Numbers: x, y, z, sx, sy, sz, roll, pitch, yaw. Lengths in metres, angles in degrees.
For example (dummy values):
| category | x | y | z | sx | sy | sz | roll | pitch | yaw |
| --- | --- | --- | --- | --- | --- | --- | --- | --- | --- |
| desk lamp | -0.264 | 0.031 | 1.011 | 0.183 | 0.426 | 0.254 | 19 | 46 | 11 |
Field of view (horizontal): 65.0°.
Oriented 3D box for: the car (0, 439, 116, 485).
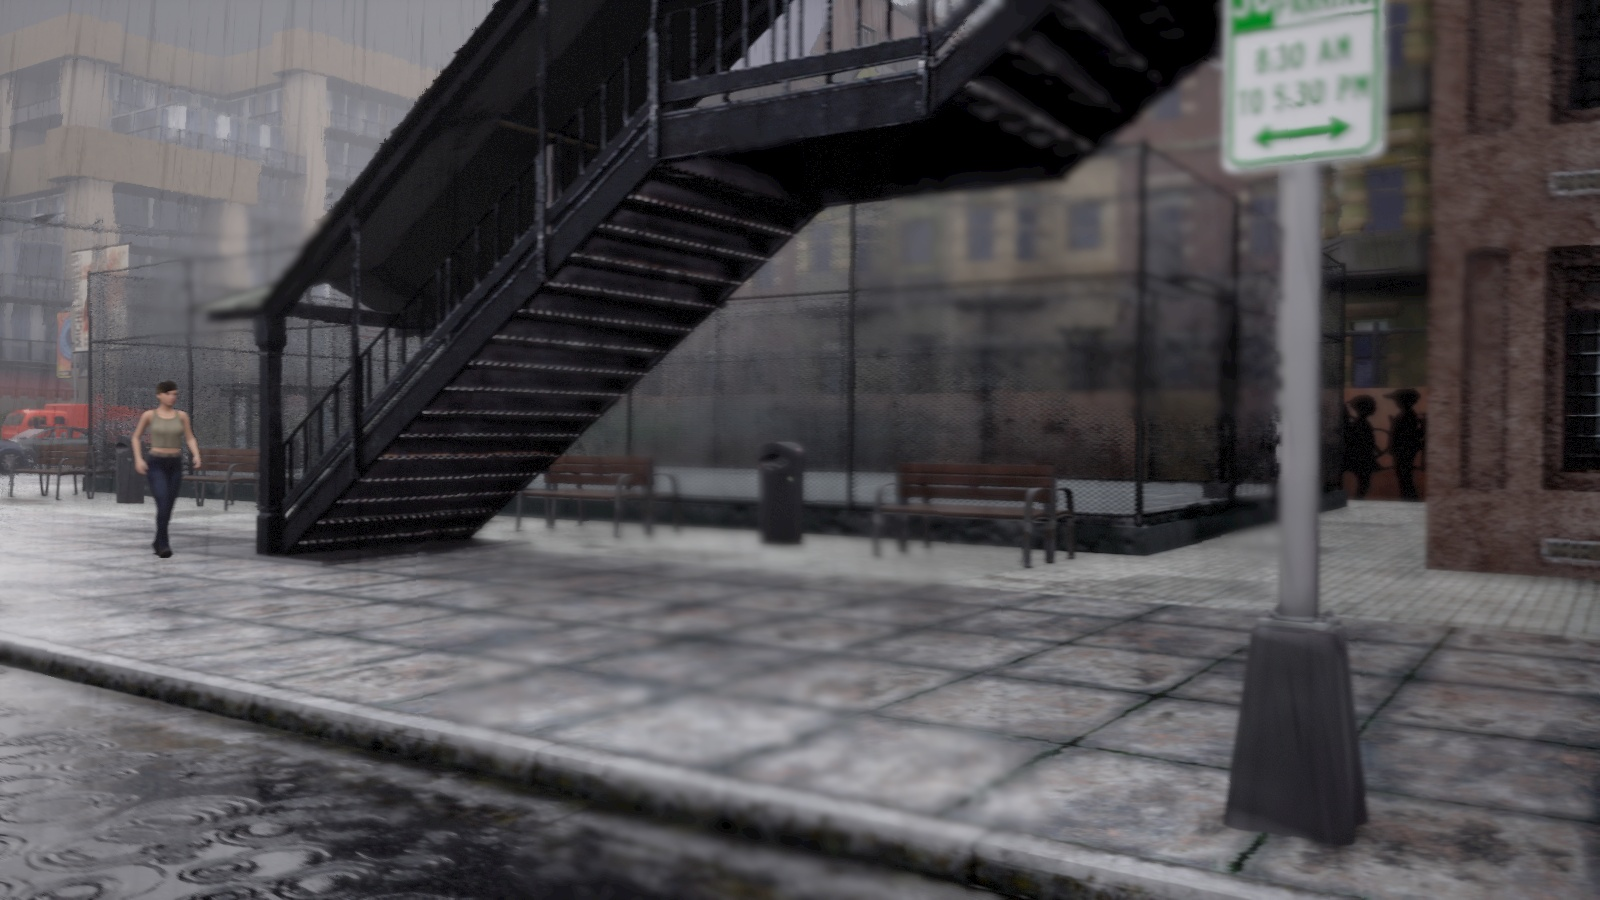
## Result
| category | x | y | z | sx | sy | sz | roll | pitch | yaw |
| --- | --- | --- | --- | --- | --- | --- | --- | --- | --- |
| car | -27.453 | 0.409 | 46.063 | 1.789 | 1.549 | 3.705 | 0 | 1 | 33 |

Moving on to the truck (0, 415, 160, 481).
| category | x | y | z | sx | sy | sz | roll | pitch | yaw |
| --- | --- | --- | --- | --- | --- | --- | --- | --- | --- |
| truck | -28.895 | -0.084 | 50.255 | 2.627 | 2.467 | 5.204 | 0 | 0 | 33 |

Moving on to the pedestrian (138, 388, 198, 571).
| category | x | y | z | sx | sy | sz | roll | pitch | yaw |
| --- | --- | --- | --- | --- | --- | --- | --- | --- | --- |
| pedestrian | -6.492 | 0.292 | 12.901 | 0.594 | 1.836 | 0.345 | 0 | 1 | 44 |

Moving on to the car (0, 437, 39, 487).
| category | x | y | z | sx | sy | sz | roll | pitch | yaw |
| --- | --- | --- | --- | --- | --- | --- | --- | --- | --- |
| car | -27.027 | 0.401 | 40.306 | 1.851 | 1.617 | 3.988 | 0 | 1 | 33 |
